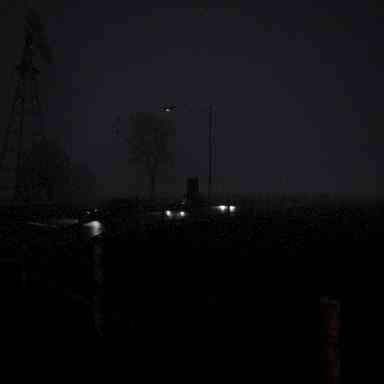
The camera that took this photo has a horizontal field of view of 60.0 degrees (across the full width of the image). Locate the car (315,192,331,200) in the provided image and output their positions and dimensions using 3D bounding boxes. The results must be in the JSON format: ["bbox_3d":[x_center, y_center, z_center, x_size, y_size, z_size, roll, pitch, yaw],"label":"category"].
[{"bbox_3d":[24.707,0.708,62.577,1.994,1.385,4.181,1,2,36],"label":"car"}]

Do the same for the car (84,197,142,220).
[{"bbox_3d":[-5.992,1.204,25.663,1.837,1.490,4.892,1,2,35],"label":"car"}]

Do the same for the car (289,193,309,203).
[{"bbox_3d":[16.310,0.857,50.727,1.812,1.442,4.674,1,1,35],"label":"car"}]

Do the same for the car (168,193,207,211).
[{"bbox_3d":[-0.350,0.922,33.614,2.097,1.767,4.553,1,2,35],"label":"car"}]

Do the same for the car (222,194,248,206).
[{"bbox_3d":[5.424,1.002,41.760,1.994,1.385,4.181,1,2,35],"label":"car"}]
